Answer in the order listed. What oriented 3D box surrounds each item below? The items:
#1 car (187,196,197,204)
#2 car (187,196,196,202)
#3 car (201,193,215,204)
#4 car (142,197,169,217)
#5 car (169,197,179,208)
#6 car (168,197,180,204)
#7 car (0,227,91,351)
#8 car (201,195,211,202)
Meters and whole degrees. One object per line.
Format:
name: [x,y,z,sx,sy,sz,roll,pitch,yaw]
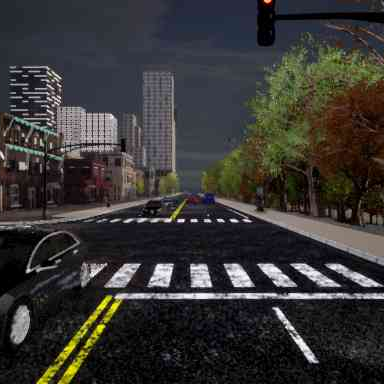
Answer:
car: [-0.025,1.540,64.189,1.994,1.385,4.181,0,0,-1]
car: [-0.152,1.523,74.141,1.994,1.385,4.181,0,0,0]
car: [3.217,1.197,63.808,2.150,2.045,5.566,0,0,0]
car: [-3.415,1.495,30.791,1.837,1.490,4.892,0,0,0]
car: [-3.448,1.476,48.520,2.128,1.511,4.902,0,0,0]
car: [-3.427,1.577,63.607,1.895,1.301,4.718,0,0,0]
car: [-3.364,1.504,6.247,1.837,1.490,4.892,0,0,0]
car: [3.092,1.448,74.383,1.882,1.535,5.008,0,0,0]
